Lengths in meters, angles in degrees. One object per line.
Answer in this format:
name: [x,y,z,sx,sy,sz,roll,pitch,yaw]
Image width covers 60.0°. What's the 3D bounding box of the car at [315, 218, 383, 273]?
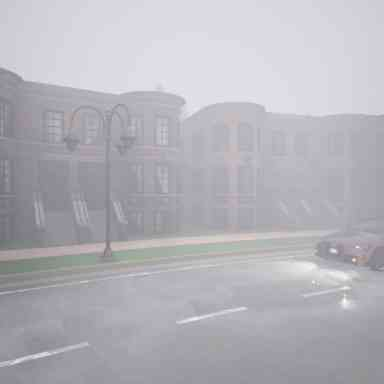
car: [6.044,1.564,10.597,4.181,1.385,1.994,0,0,-22]
